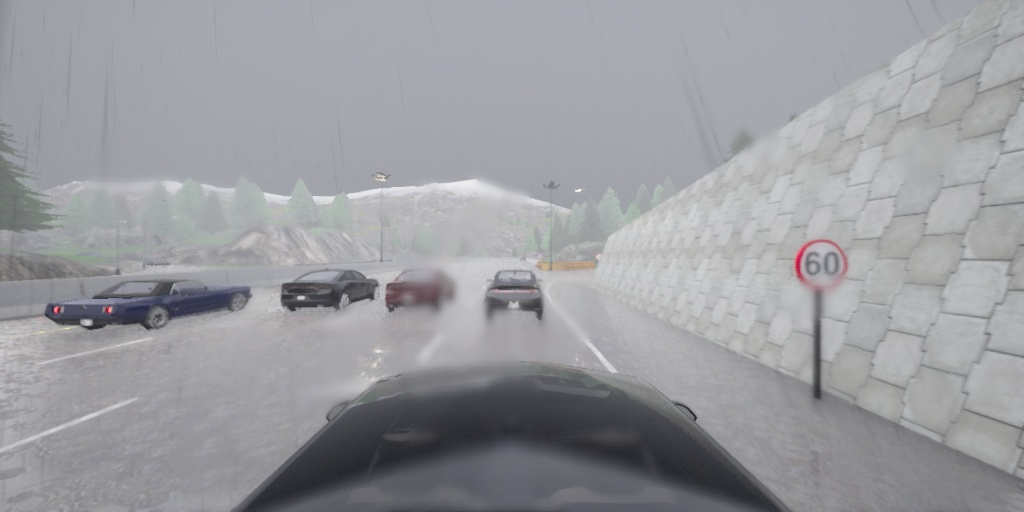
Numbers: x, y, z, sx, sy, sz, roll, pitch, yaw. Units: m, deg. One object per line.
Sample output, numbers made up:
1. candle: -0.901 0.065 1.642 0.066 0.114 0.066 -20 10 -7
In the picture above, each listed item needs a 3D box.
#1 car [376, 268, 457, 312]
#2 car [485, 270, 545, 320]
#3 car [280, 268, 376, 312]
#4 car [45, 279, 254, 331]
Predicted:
1. car: -3.402 1.217 14.220 1.882 1.535 5.008 0 0 0
2. car: 0.109 1.232 12.651 2.128 1.511 4.902 0 0 1
3. car: -6.902 1.217 14.223 1.882 1.535 5.008 0 0 0
4. car: -10.409 1.344 11.007 1.895 1.301 4.718 0 0 0
